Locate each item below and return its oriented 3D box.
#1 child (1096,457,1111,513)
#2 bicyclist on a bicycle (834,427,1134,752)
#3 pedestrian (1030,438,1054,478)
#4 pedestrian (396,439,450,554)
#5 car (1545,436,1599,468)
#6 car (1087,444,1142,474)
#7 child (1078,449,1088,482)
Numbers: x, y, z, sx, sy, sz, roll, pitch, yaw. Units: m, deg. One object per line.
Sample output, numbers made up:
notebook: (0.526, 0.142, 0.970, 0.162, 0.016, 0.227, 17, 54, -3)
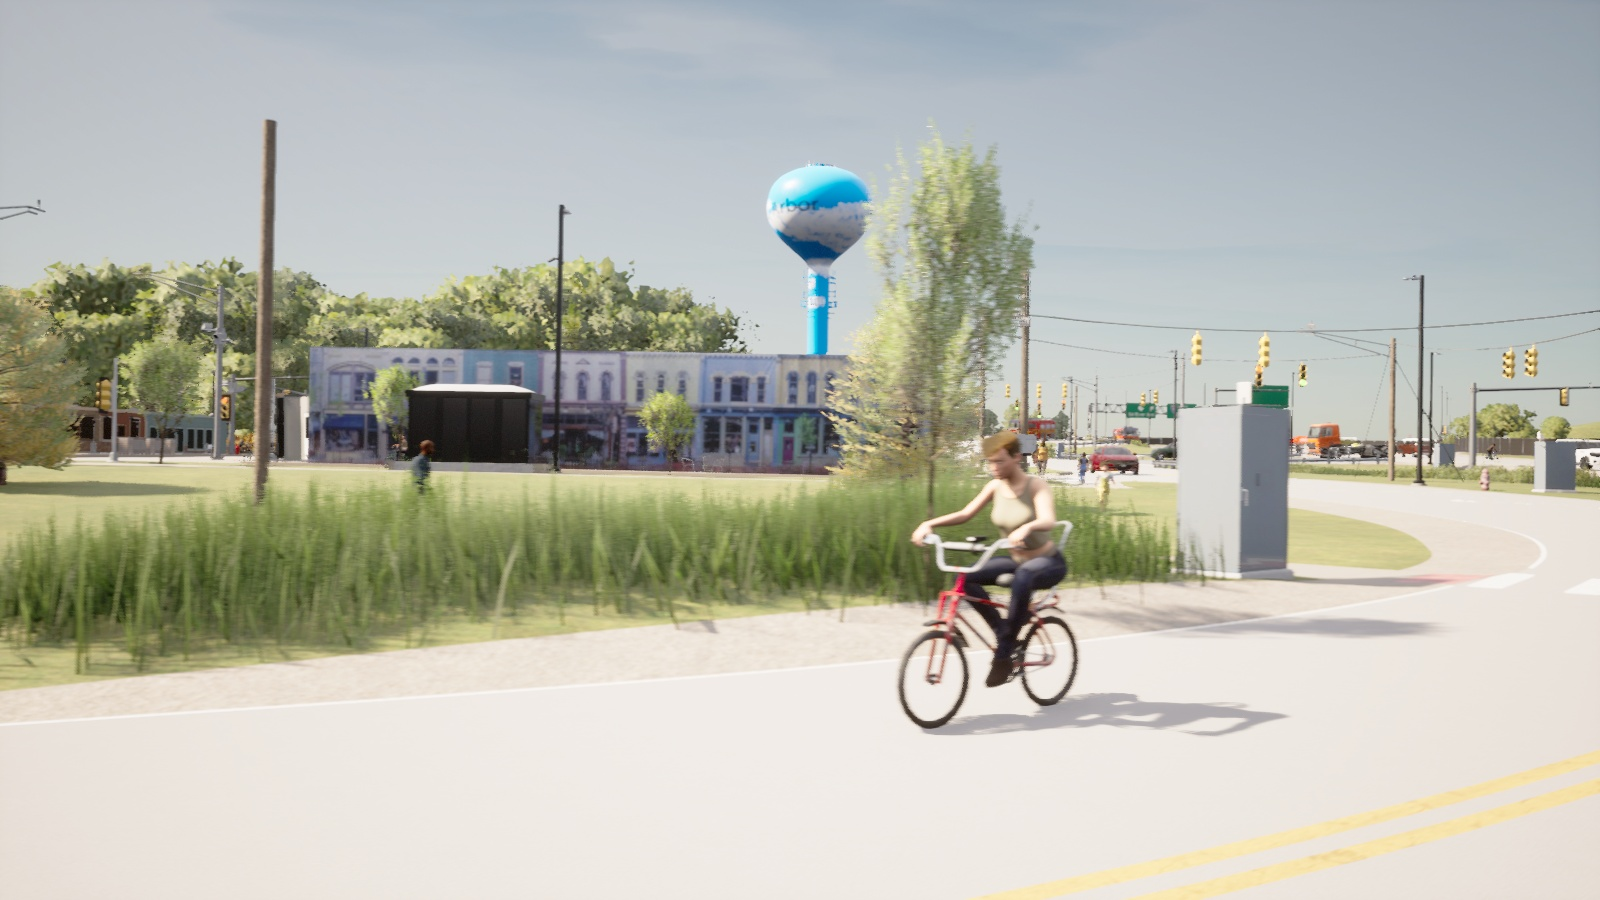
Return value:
child: (6.959, 0.805, 28.831, 0.270, 1.263, 0.437, 1, -1, 7)
bicyclist on a bicycle: (1.049, 0.692, 7.045, 1.509, 1.612, 0.866, 0, 0, -39)
pedestrian: (11.326, 0.376, 58.781, 0.874, 1.855, 0.900, 1, -1, -2)
pedestrian: (-6.135, 0.749, 20.451, 0.726, 1.835, 0.370, 1, -1, 3)
car: (52.067, 0.099, 83.229, 2.150, 2.045, 5.566, 1, 1, 2)
car: (16.756, 0.461, 67.179, 1.882, 1.535, 5.008, 1, 0, 2)
child: (10.919, 0.605, 48.421, 0.270, 1.263, 0.437, 1, -1, -1)
